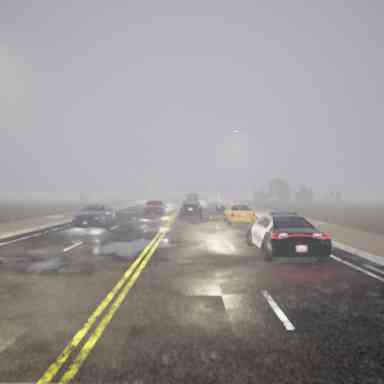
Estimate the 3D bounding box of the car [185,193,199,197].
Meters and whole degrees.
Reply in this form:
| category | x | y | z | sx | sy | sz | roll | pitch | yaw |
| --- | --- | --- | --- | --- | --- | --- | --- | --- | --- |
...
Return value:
| category | x | y | z | sx | sy | sz | roll | pitch | yaw |
| --- | --- | --- | --- | --- | --- | --- | --- | --- | --- |
| car | 0.055 | 1.139 | 55.207 | 2.150 | 2.045 | 5.566 | 0 | 0 | 0 |

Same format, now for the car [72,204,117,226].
| category | x | y | z | sx | sy | sz | roll | pitch | yaw |
| --- | --- | --- | --- | --- | --- | --- | --- | --- | --- |
| car | -6.612 | 1.522 | 23.215 | 2.033 | 1.411 | 5.357 | 0 | 0 | 0 |

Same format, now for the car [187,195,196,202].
| category | x | y | z | sx | sy | sz | roll | pitch | yaw |
| --- | --- | --- | --- | --- | --- | --- | --- | --- | --- |
| car | -0.035 | 1.429 | 74.744 | 1.994 | 1.385 | 4.181 | 0 | 0 | 0 |

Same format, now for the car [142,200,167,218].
| category | x | y | z | sx | sy | sz | roll | pitch | yaw |
| --- | --- | --- | --- | --- | --- | --- | --- | --- | --- |
| car | -3.364 | 1.441 | 30.475 | 1.882 | 1.535 | 5.008 | 0 | 0 | 0 |

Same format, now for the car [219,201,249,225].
| category | x | y | z | sx | sy | sz | roll | pitch | yaw |
| --- | --- | --- | --- | --- | --- | --- | --- | --- | --- |
| car | 3.238 | 1.430 | 23.440 | 1.801 | 1.575 | 5.366 | 0 | 0 | 0 |

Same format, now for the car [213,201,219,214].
| category | x | y | z | sx | sy | sz | roll | pitch | yaw |
| --- | --- | --- | --- | --- | --- | --- | --- | --- | --- |
| car | 3.234 | 1.557 | 34.280 | 1.895 | 1.301 | 4.718 | 0 | 0 | 0 |

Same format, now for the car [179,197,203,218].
| category | x | y | z | sx | sy | sz | roll | pitch | yaw |
| --- | --- | --- | --- | --- | --- | --- | --- | --- | --- |
| car | -0.081 | 1.468 | 29.732 | 2.163 | 1.488 | 4.792 | 0 | 0 | 0 |

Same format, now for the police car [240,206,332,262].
| category | x | y | z | sx | sy | sz | roll | pitch | yaw |
| --- | --- | --- | --- | --- | --- | --- | --- | --- | --- |
| police car | 3.244 | 1.493 | 12.251 | 2.038 | 1.542 | 4.974 | 0 | 0 | 0 |
